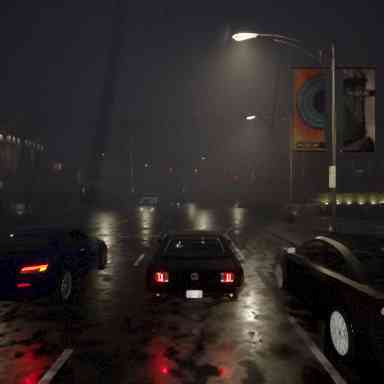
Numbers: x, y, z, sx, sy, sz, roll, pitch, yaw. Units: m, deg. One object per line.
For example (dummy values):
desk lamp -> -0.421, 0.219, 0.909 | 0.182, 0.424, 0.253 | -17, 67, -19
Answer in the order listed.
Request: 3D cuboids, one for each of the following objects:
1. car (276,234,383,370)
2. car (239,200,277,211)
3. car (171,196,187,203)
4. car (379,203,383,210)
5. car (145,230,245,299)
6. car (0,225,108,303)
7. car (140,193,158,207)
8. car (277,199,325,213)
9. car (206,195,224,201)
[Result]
car -> 2.904, 1.480, 5.910 | 2.097, 1.535, 5.008 | 0, 0, 0
car -> 8.240, 1.601, 41.327 | 4.718, 1.301, 1.895 | 0, 0, 20
car -> -2.638, 1.525, 69.345 | 1.812, 1.442, 4.674 | 0, 0, 23
car -> 25.100, 1.526, 40.130 | 4.674, 1.442, 1.812 | 0, 0, -1
car -> 0.069, 1.601, 8.375 | 1.895, 1.301, 4.718 | 0, 0, 1
car -> -3.434, 1.526, 8.052 | 1.812, 1.442, 4.674 | 0, 0, 0
car -> -6.753, 1.221, 52.811 | 2.150, 2.045, 5.566 | 0, 0, 4
car -> 12.249, 1.525, 36.748 | 4.674, 1.442, 1.812 | 0, 0, 4
car -> 5.660, 1.540, 81.143 | 2.033, 1.411, 5.357 | 0, 0, 43
